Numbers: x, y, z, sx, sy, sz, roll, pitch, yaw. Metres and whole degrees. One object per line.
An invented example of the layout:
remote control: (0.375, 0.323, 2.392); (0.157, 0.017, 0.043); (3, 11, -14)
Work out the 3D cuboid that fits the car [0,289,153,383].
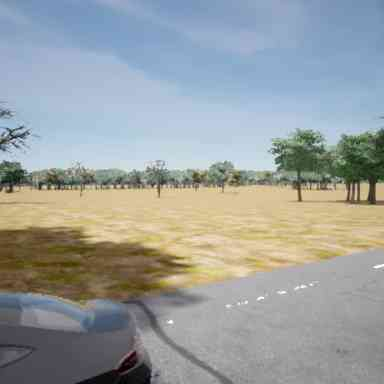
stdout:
car: (-2.512, 1.526, 2.200); (4.674, 1.442, 1.812); (0, 0, -35)
